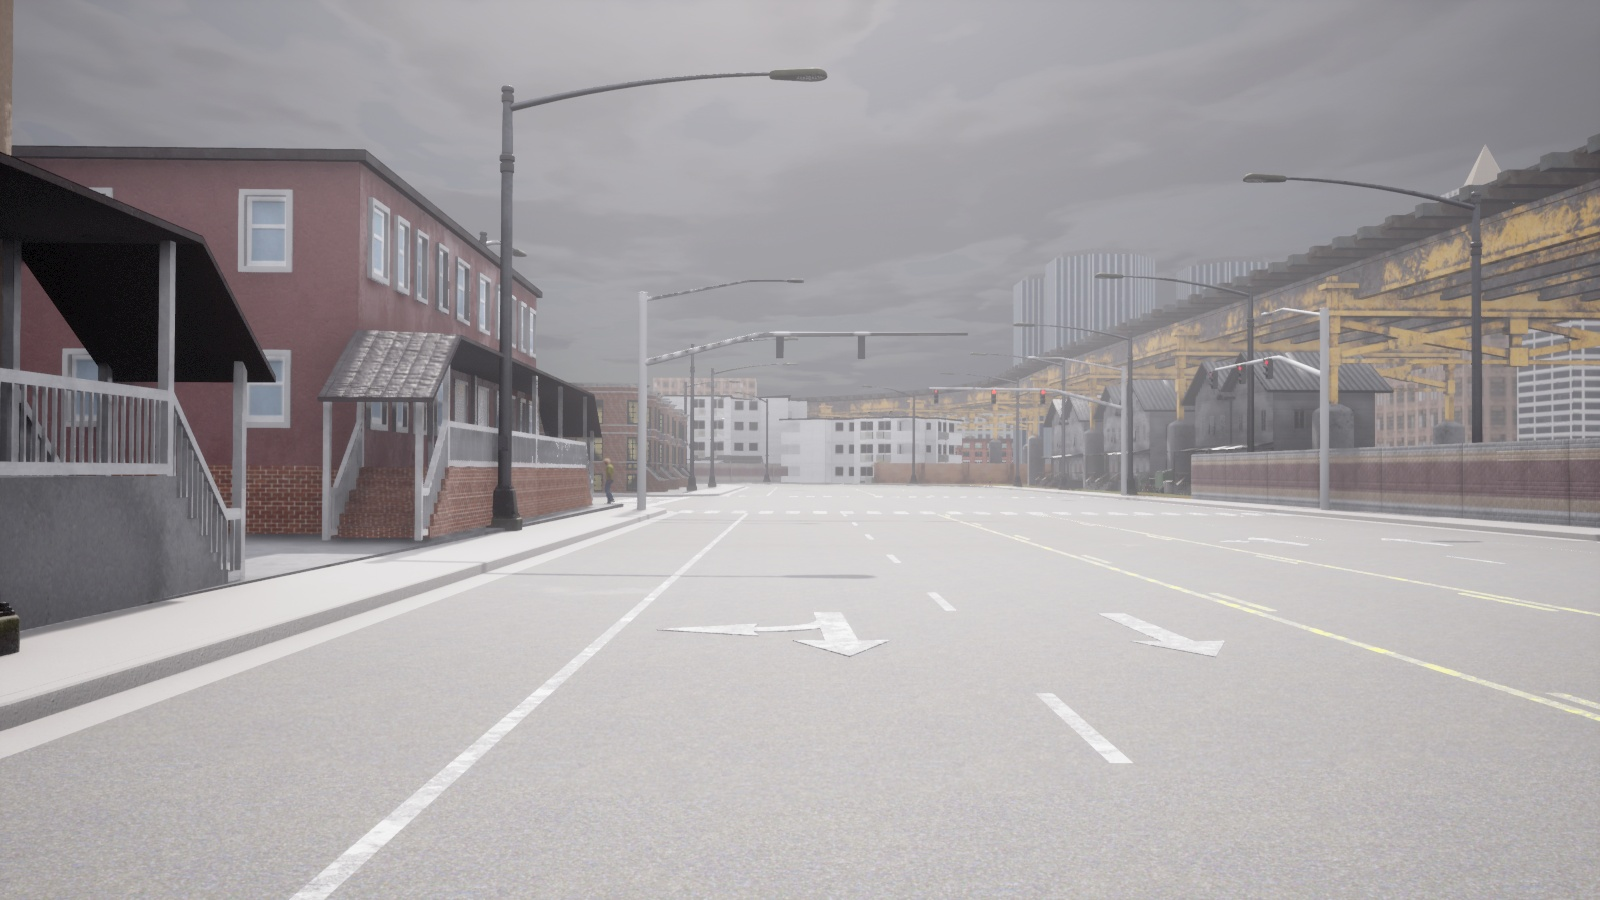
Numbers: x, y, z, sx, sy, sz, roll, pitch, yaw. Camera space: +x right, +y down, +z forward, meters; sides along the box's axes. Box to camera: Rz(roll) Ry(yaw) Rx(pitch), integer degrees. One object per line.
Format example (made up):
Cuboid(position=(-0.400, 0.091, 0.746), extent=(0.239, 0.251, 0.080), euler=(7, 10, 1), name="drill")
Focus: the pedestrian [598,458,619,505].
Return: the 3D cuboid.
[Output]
Cuboid(position=(-7.400, 1.218, 48.584), extent=(0.706, 1.836, 0.354), euler=(0, -1, 8), name="pedestrian")
